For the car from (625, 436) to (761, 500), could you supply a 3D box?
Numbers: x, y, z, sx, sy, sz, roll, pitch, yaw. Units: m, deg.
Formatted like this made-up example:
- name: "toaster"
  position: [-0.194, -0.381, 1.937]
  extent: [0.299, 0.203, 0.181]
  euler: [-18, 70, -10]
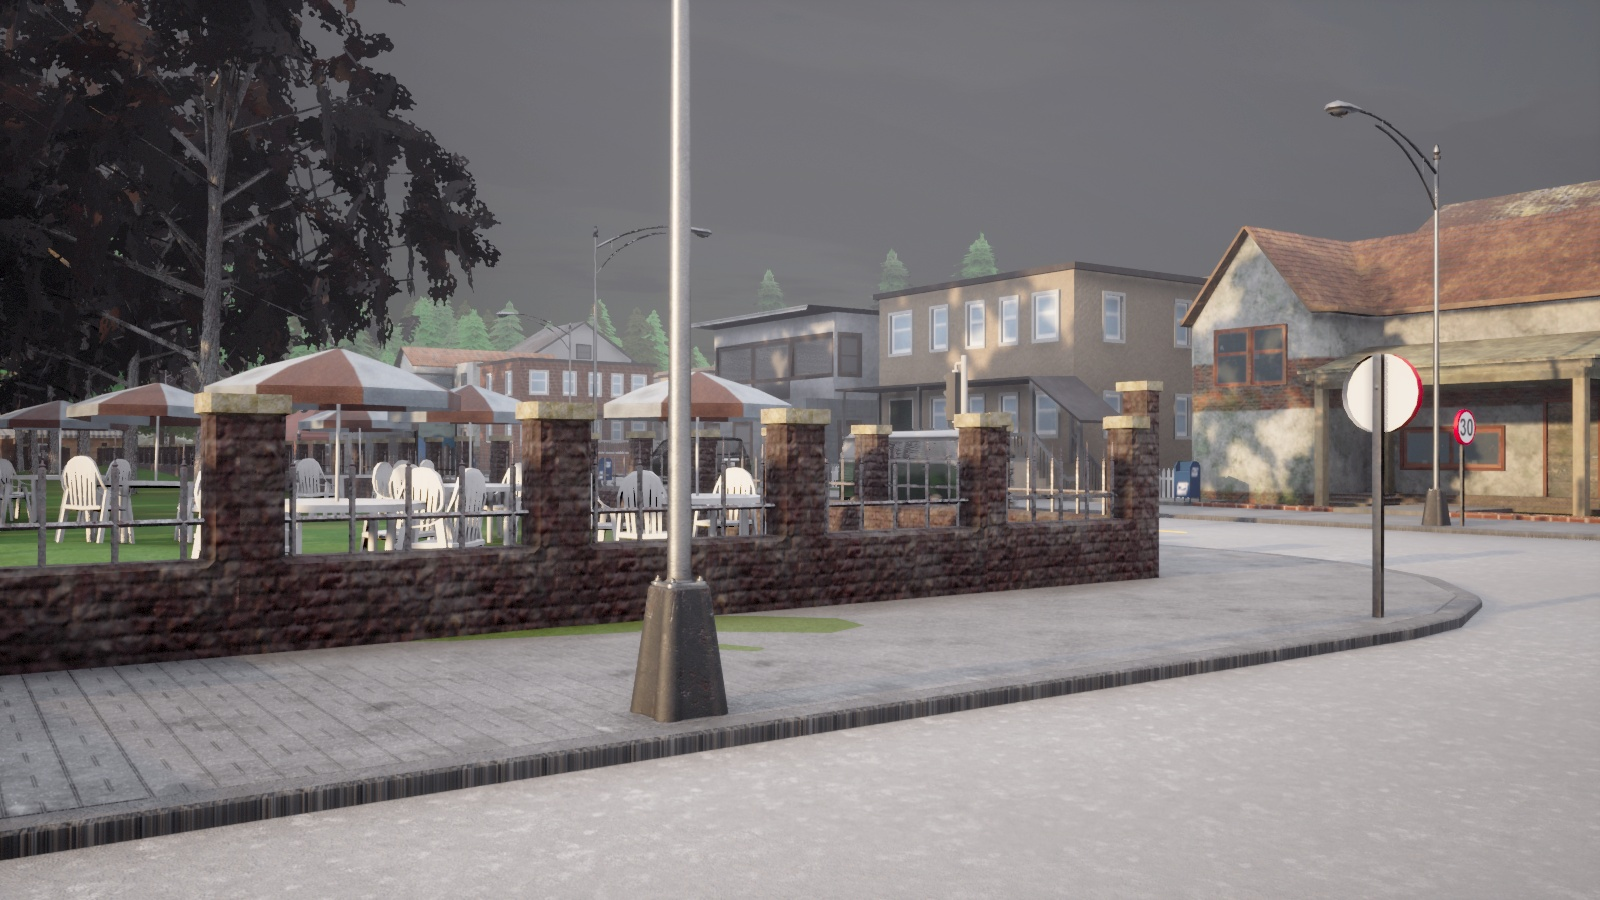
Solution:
- name: "car"
  position: [-3.768, 0.577, 43.111]
  extent: [2.150, 2.045, 5.566]
  euler: [0, 0, -35]

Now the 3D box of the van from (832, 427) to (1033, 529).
- name: "van"
  position: [2.727, 0.557, 26.849]
  extent: [1.775, 1.987, 4.442]
  euler: [0, 0, -35]
